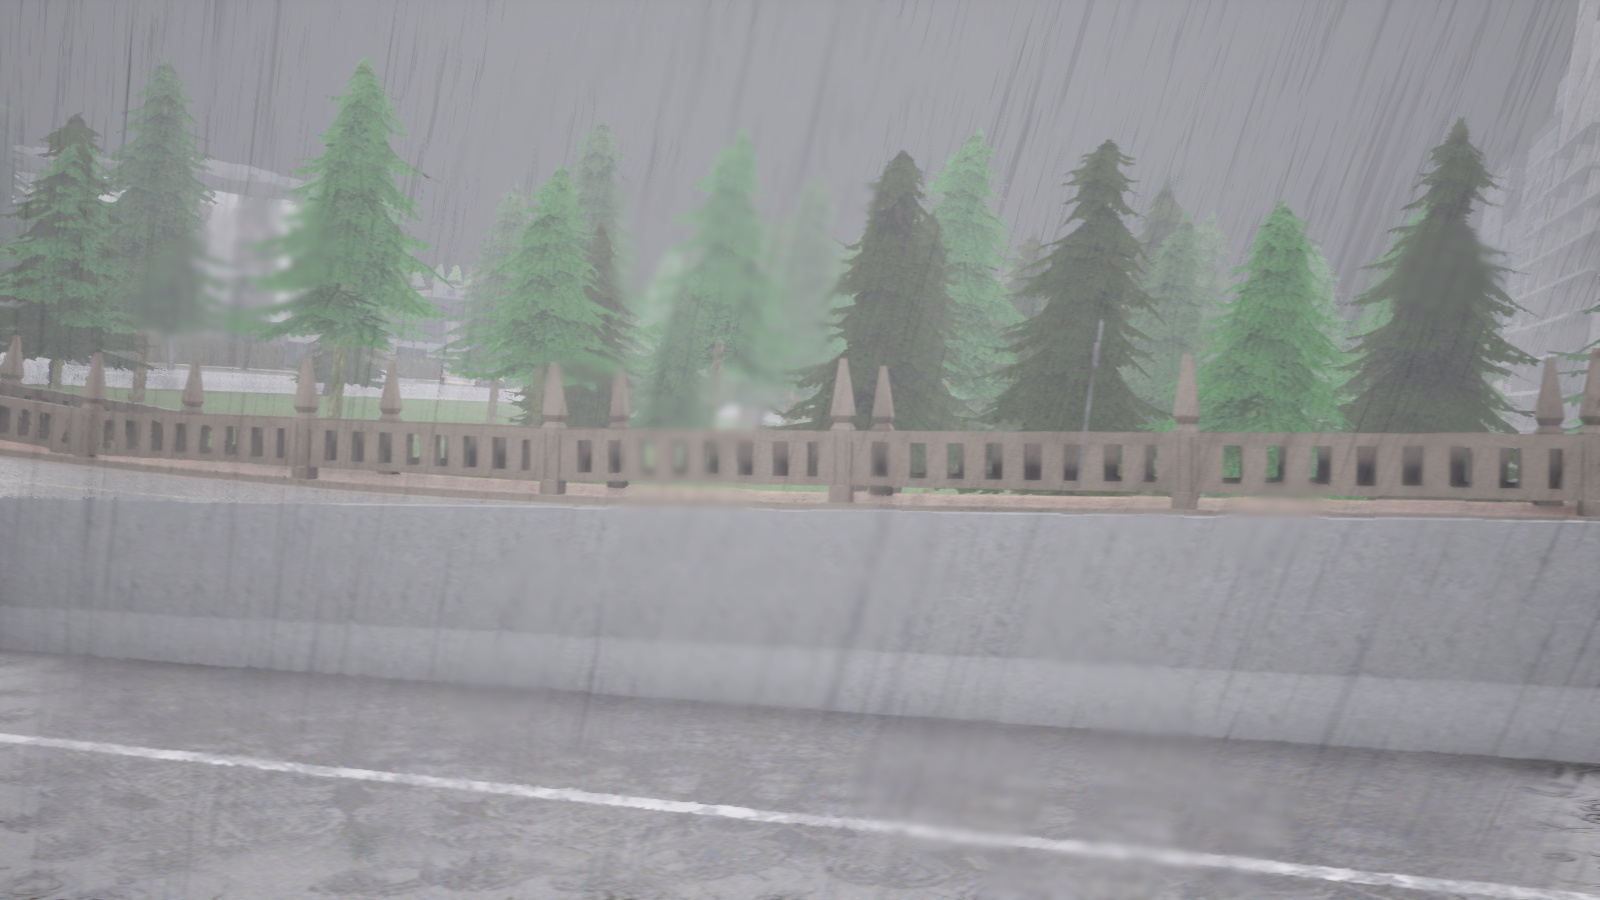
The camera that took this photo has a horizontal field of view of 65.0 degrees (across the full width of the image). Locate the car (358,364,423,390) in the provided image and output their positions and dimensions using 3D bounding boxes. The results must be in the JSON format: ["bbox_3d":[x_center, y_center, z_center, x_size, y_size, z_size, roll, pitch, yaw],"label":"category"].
[{"bbox_3d":[-29.540,-5.249,90.648,1.812,1.442,4.674,8,3,20],"label":"car"}]

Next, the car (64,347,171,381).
[{"bbox_3d":[-35.233,-4.426,64.966,1.895,1.301,4.718,8,3,20],"label":"car"}]
